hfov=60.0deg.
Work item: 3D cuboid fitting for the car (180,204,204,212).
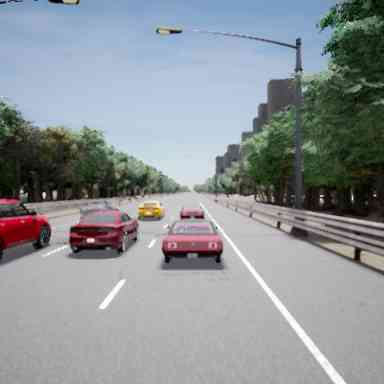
[{"bbox_3d":[0.028,1.639,27.116,1.895,1.301,4.718,0,0,0],"label":"car"}]

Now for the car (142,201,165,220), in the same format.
[{"bbox_3d":[-3.459,1.517,28.955,1.882,1.535,5.008,0,0,0],"label":"car"}]

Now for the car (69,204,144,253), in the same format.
[{"bbox_3d":[-3.452,1.501,13.873,1.882,1.535,5.008,0,0,0],"label":"car"}]

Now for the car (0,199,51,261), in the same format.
[{"bbox_3d":[-6.969,1.243,11.550,2.150,2.045,5.566,0,0,0],"label":"car"}]

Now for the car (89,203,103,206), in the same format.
[{"bbox_3d":[-6.984,1.584,25.558,2.033,1.411,5.357,0,0,1],"label":"car"}]

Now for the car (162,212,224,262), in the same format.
[{"bbox_3d":[0.036,1.622,12.127,1.895,1.301,4.718,0,0,0],"label":"car"}]
